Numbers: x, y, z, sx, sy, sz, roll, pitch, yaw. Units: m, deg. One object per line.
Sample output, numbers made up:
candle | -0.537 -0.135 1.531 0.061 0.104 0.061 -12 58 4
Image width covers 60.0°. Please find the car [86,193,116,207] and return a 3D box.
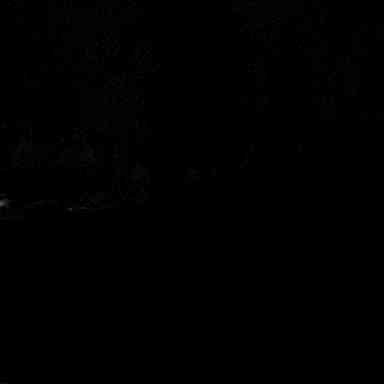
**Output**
car | -13.411 1.207 51.020 2.150 2.045 5.566 0 0 14

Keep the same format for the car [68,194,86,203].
car | -16.764 1.196 52.038 1.882 1.535 5.008 0 0 13

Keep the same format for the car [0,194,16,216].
car | -18.710 1.220 29.278 2.150 2.045 5.566 0 0 13

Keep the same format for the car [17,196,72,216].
car | -14.302 1.478 32.644 1.882 1.535 5.008 0 0 14

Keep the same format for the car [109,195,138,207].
car | -9.956 1.615 50.410 2.033 1.411 5.357 0 0 13

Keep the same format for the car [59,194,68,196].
car | -20.168 1.115 52.852 1.837 1.490 4.892 0 0 13

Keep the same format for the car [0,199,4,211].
car | -23.866 1.564 37.780 1.994 1.385 4.181 0 0 14
